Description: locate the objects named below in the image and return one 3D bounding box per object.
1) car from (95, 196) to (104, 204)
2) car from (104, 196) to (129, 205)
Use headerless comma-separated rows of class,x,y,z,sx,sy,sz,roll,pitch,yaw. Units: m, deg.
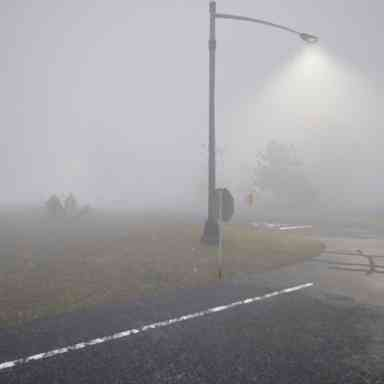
car,-16.228,1.438,61.017,2.033,1.411,5.357,0,0,-34
car,-12.223,1.451,55.112,2.033,1.411,5.357,0,0,-33
